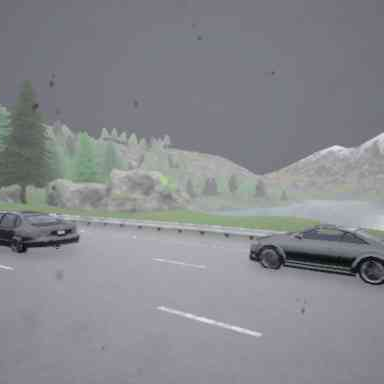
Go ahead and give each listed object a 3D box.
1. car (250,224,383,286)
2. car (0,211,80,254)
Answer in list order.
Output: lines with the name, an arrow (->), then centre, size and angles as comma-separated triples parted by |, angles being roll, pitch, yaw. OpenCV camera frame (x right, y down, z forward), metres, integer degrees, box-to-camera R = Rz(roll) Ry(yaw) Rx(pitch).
car -> 3.863, 1.635, 9.809 | 4.181, 1.385, 1.994 | 1, 0, 34
car -> -6.807, 1.434, 12.947 | 5.357, 1.411, 2.033 | 1, 0, 29
